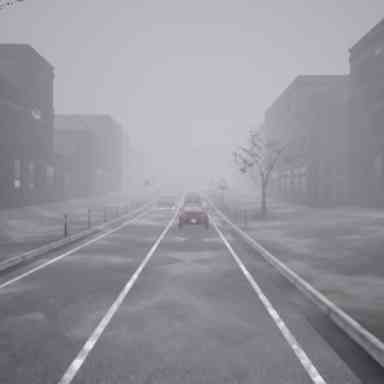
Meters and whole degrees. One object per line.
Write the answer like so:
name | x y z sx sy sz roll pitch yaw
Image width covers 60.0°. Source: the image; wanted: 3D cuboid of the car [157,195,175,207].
car | -3.084 1.098 40.596 1.994 1.385 4.181 0 2 0

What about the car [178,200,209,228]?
car | 0.102 1.475 21.519 1.812 1.442 4.674 0 0 0

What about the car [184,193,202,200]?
car | 0.142 0.924 39.087 2.097 1.767 4.553 1 1 -1
